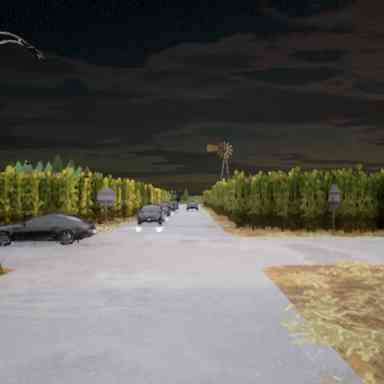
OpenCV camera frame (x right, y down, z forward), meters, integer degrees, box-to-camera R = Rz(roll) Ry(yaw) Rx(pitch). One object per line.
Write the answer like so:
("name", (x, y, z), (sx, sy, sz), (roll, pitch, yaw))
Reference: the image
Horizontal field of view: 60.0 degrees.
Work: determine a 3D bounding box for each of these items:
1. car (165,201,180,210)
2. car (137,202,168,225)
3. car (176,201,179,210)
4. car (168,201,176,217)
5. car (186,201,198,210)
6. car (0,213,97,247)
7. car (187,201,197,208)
("car", (-3.215, 2.232, 55.435), (2.128, 1.511, 4.902), (0, -2, 1))
("car", (-3.179, 1.763, 26.355), (1.837, 1.490, 4.892), (0, -1, -1))
("car", (-3.237, 2.004, 45.205), (1.994, 1.385, 4.181), (0, -1, 0))
("car", (-3.230, 1.821, 35.769), (2.128, 1.511, 4.902), (0, 0, 0))
("car", (0.049, 2.250, 54.173), (2.033, 1.411, 5.357), (0, -2, 0))
("car", (-6.930, 1.751, 15.791), (4.674, 1.442, 1.812), (-1, -1, 0))
("car", (0.035, 2.598, 68.890), (2.033, 1.411, 5.357), (0, -1, 0))
